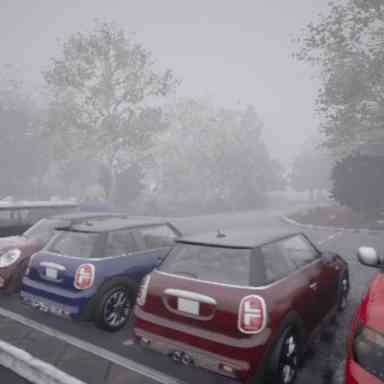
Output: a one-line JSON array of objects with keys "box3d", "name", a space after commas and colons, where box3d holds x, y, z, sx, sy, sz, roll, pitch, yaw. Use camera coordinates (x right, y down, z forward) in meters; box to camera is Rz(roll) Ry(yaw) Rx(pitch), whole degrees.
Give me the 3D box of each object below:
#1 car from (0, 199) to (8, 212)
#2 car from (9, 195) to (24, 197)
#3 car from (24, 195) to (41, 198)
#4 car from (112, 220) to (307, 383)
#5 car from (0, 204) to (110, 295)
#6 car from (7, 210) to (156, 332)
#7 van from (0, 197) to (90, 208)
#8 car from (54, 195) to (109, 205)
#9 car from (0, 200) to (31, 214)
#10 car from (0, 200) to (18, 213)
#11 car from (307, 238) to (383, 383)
[{"box3d": [-25.647, 1.667, 40.702, 2.097, 1.535, 5.008, 0, 0, 35], "name": "car"}, {"box3d": [-18.845, 1.362, 35.856, 2.435, 2.045, 5.566, 0, 0, 35], "name": "car"}, {"box3d": [-12.027, 1.324, 31.026, 2.435, 2.045, 5.566, 0, 0, 35], "name": "car"}, {"box3d": [1.183, 1.360, 5.639, 2.185, 1.767, 4.553, 0, 0, 35], "name": "car"}, {"box3d": [-3.356, 1.378, 8.930, 2.185, 1.767, 4.553, 0, 0, 35], "name": "car"}, {"box3d": [-1.105, 1.369, 7.259, 2.185, 1.767, 4.553, 0, 0, 35], "name": "car"}, {"box3d": [-5.730, 1.288, 10.430, 1.878, 1.987, 4.442, 0, 0, 35], "name": "van"}, {"box3d": [-9.855, 1.315, 29.488, 2.435, 2.045, 5.566, 0, 0, 35], "name": "car"}, {"box3d": [-21.082, 1.660, 37.510, 2.163, 1.488, 4.792, 0, 0, 35], "name": "car"}, {"box3d": [-23.389, 1.678, 39.073, 2.163, 1.488, 4.792, 0, 0, 35], "name": "car"}, {"box3d": [3.472, 1.224, 4.021, 2.435, 2.045, 5.566, 0, 0, 35], "name": "car"}]
